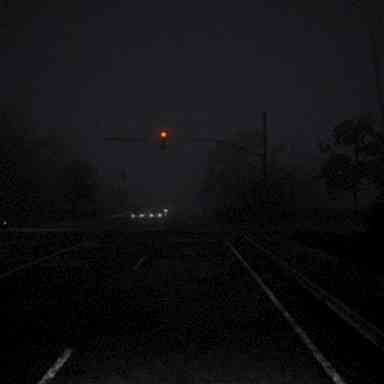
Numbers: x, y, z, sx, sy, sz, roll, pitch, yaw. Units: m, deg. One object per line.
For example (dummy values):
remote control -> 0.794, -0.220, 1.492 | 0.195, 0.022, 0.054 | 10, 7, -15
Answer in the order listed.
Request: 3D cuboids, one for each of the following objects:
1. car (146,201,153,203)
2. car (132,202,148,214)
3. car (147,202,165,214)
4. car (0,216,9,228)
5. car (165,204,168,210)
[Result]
car -> -10.490, 3.258, 80.874 | 2.150, 2.045, 5.566 | 0, 0, 0
car -> -10.498, 3.396, 65.457 | 2.097, 1.767, 4.553 | 0, -1, 0
car -> -7.000, 3.397, 65.527 | 2.097, 1.767, 4.553 | 0, -1, 0
car -> -16.912, 2.170, 26.197 | 4.902, 1.511, 2.128 | 0, -3, 8
car -> -6.990, 3.556, 80.984 | 1.812, 1.442, 4.674 | 0, 0, 0
